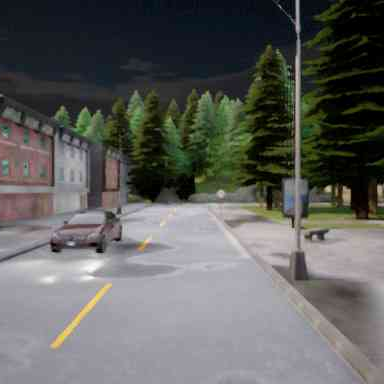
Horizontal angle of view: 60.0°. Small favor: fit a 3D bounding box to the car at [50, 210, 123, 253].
[{"bbox_3d":[-4.049,1.480,13.543,1.812,1.442,4.674,0,0,1],"label":"car"}]
